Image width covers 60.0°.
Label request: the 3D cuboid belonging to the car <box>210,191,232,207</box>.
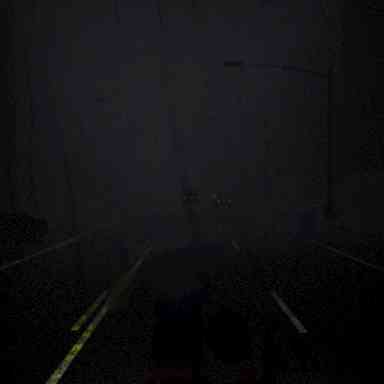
[{"bbox_3d":[3.509,0.971,38.507,2.033,1.411,5.357,0,2,0],"label":"car"}]

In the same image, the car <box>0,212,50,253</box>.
[{"bbox_3d":[-7.089,1.455,12.146,2.033,1.411,5.357,0,0,0],"label":"car"}]

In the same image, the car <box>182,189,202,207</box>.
[{"bbox_3d":[0.009,0.644,38.527,2.150,2.045,5.566,0,2,0],"label":"car"}]

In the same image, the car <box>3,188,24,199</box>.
[{"bbox_3d":[-25.966,0.209,47.851,1.970,1.475,3.806,0,3,0],"label":"car"}]
